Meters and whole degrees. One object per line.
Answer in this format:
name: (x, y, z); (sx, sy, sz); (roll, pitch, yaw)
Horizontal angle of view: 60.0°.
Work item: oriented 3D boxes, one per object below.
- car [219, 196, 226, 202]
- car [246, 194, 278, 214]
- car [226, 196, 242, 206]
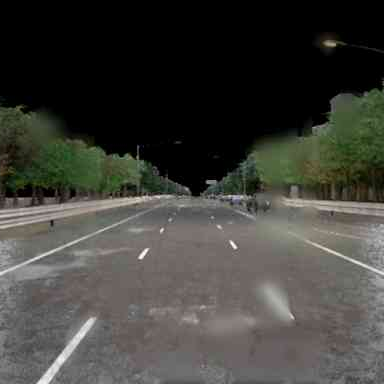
car: (7.052, 1.522, 73.172); (1.812, 1.442, 4.674); (0, 0, 0)
car: (7.234, 1.201, 34.841); (2.150, 2.045, 5.566); (0, 0, -3)
car: (7.007, 1.497, 53.819); (1.812, 1.442, 4.674); (0, 0, 0)
